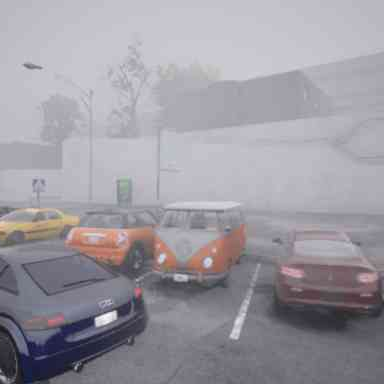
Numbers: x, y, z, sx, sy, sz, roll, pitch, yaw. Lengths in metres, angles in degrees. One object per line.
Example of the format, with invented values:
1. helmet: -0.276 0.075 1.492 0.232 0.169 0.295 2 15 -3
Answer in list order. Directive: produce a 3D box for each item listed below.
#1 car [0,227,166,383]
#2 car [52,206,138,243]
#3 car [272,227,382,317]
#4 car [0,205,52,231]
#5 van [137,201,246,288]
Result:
1. car: -2.697 1.532 5.301 4.181 1.385 1.994 0 0 35
2. car: -2.052 1.311 10.912 2.185 1.767 4.553 1 0 15
3. car: 2.812 1.520 7.471 2.002 1.452 4.674 0 -1 16
4. car: -6.949 1.373 14.225 1.946 1.575 5.366 1 0 16
5. van: 0.368 1.236 9.091 1.878 1.987 4.442 1 0 15
